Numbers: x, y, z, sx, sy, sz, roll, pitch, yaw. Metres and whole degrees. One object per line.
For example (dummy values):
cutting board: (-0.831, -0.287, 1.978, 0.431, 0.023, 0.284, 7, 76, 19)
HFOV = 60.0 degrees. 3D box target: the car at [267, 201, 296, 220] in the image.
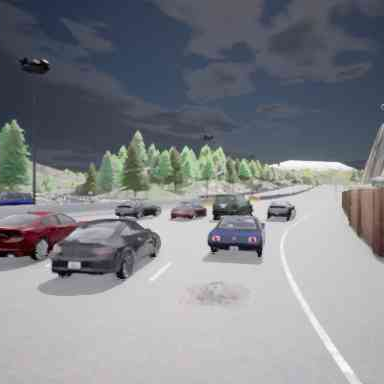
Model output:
car: (7.541, 1.493, 27.925, 2.128, 1.511, 4.902, 0, 0, 24)

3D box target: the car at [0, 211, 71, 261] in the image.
car: (-5.400, 1.430, 12.162, 1.882, 1.535, 5.008, 0, 0, 11)

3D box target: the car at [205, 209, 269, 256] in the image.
car: (1.935, 1.593, 13.198, 1.895, 1.301, 4.718, 0, 0, 14)

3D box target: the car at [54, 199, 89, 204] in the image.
car: (-12.736, 1.427, 34.459, 2.033, 1.411, 5.357, 0, 0, 24)

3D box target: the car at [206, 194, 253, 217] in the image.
car: (3.384, 1.201, 27.220, 2.150, 2.045, 5.566, 0, 0, 24)

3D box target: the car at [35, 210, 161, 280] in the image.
car: (-2.308, 1.499, 9.851, 1.812, 1.442, 4.674, 0, 0, 9)

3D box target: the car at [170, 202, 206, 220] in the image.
car: (-0.158, 1.523, 27.739, 1.994, 1.385, 4.181, 0, 0, 23)

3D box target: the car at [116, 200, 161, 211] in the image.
car: (-4.265, 1.429, 27.008, 2.128, 1.511, 4.902, 0, 0, 22)

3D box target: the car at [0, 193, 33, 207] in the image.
car: (-17.795, 1.076, 31.606, 2.150, 2.045, 5.566, 0, 0, 23)
